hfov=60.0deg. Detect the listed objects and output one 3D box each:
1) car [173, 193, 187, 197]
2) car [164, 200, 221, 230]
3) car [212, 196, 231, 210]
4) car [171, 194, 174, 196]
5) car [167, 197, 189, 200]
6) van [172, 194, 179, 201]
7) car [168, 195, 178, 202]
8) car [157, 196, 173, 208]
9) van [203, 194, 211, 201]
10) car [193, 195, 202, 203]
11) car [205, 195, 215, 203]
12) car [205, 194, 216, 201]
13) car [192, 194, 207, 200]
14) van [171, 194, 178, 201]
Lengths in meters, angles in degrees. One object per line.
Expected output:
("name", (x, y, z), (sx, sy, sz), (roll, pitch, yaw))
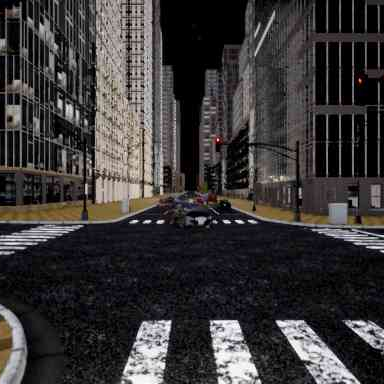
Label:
("car", (-1.617, 1.356, 56.053), (2.097, 1.767, 4.553), (0, 0, 0))
("car", (-0.141, 1.515, 21.741), (2.128, 1.511, 4.902), (0, 0, -16))
("car", (3.900, 1.579, 41.808), (1.947, 1.339, 4.313), (0, 0, 0))
("car", (-4.136, 1.564, 63.878), (1.947, 1.339, 4.313), (0, 0, 0))
("car", (-1.547, 1.615, 38.278), (1.895, 1.301, 4.718), (0, 0, 0))
("van", (-4.244, 1.315, 85.989), (1.690, 1.788, 3.998), (0, 0, 0))
("car", (-4.190, 1.426, 74.934), (1.967, 1.590, 4.097), (0, 0, 0))
("car", (-4.056, 1.593, 47.296), (1.802, 1.307, 4.206), (0, 0, 0))
("van", (3.663, 1.321, 80.499), (1.690, 1.788, 3.998), (0, 0, 0))
("car", (1.145, 1.488, 73.260), (1.837, 1.490, 4.892), (0, 0, 0))
("car", (3.717, 1.432, 69.445), (1.967, 1.590, 4.097), (0, 0, 0))
("car", (3.744, 1.313, 63.916), (2.192, 1.841, 5.009), (0, 0, 0))
("car", (1.274, 1.599, 63.092), (1.895, 1.301, 4.718), (0, 0, 0))
("van", (-4.217, 1.321, 80.461), (1.690, 1.788, 3.998), (0, 0, 0))
